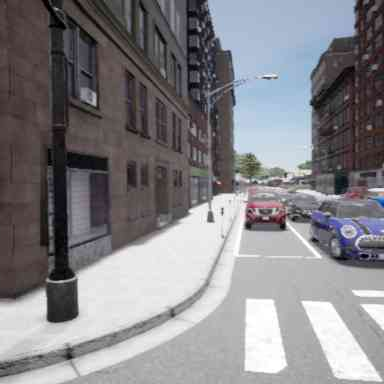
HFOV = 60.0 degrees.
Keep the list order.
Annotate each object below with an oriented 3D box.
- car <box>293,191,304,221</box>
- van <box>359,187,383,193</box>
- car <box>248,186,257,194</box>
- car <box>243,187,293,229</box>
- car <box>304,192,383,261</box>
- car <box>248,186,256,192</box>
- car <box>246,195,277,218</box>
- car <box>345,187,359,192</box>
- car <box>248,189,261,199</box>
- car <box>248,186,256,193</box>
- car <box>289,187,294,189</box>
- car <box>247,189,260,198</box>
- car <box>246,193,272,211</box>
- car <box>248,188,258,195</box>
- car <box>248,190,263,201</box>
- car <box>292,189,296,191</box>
[{"bbox_3d":[6.951,0.935,20.813,1.837,1.490,4.892,0,1,10],"label":"car"},{"bbox_3d":[12.768,0.673,21.994,1.690,1.788,3.998,-1,1,10],"label":"van"},{"bbox_3d":[14.066,-0.477,77.595,1.967,1.590,4.097,-1,1,10],"label":"car"},{"bbox_3d":[3.847,0.848,17.936,2.192,1.841,5.009,-1,1,10],"label":"car"},{"bbox_3d":[5.288,1.025,10.777,2.097,1.767,4.553,-1,1,8],"label":"car"},{"bbox_3d":[15.924,-0.740,88.441,1.967,1.590,4.097,-1,1,10],"label":"car"},{"bbox_3d":[4.779,0.967,23.365,1.947,1.339,4.313,-1,1,10],"label":"car"},{"bbox_3d":[13.690,0.515,27.418,2.192,1.841,5.009,-1,1,10],"label":"car"},{"bbox_3d":[9.423,0.287,50.480,1.887,1.381,4.507,-1,1,10],"label":"car"},{"bbox_3d":[14.995,-0.608,83.018,1.967,1.590,4.097,-1,1,10],"label":"car"},{"bbox_3d":[21.100,-0.332,70.985,1.752,1.417,4.829,-1,1,10],"label":"car"},{"bbox_3d":[10.352,0.161,55.904,2.008,1.369,4.403,-1,1,10],"label":"car"},{"bbox_3d":[5.708,0.820,28.788,2.008,1.369,4.403,-1,1,10],"label":"car"},{"bbox_3d":[12.210,-0.071,66.751,1.802,1.307,4.206,-1,1,10],"label":"car"},{"bbox_3d":[8.494,0.418,45.058,1.887,1.381,4.507,-1,1,10],"label":"car"},{"bbox_3d":[9.122,0.687,33.450,1.994,1.385,4.181,0,1,10],"label":"car"}]
